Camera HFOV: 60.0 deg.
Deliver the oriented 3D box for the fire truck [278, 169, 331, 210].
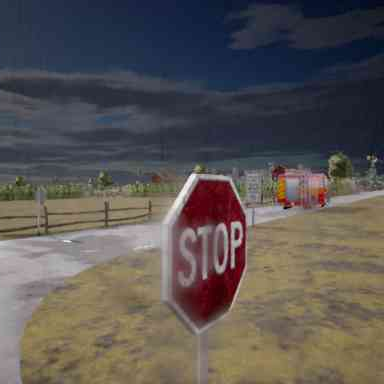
[{"bbox_3d":[11.700,-0.270,34.294,2.891,3.827,8.468,0,1,35],"label":"fire truck"}]
